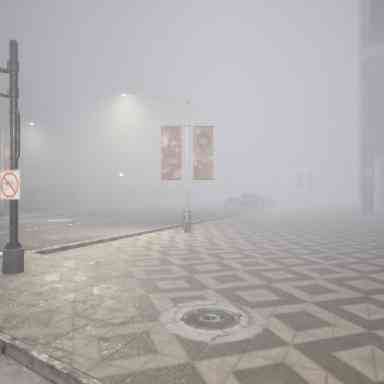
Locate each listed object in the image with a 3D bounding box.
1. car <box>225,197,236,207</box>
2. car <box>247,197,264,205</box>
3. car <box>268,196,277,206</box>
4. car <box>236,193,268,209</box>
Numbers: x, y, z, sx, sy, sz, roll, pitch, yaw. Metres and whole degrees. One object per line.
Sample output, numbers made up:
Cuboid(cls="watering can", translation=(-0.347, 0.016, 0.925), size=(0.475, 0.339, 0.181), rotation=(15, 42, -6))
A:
Cuboid(cls="car", translation=(6.319, 1.475, 48.980), size=(1.837, 1.490, 4.892), rotation=(0, 0, 26))
Cuboid(cls="car", translation=(11.411, 1.559, 59.401), size=(1.895, 1.301, 4.718), rotation=(0, 0, 26))
Cuboid(cls="car", translation=(12.817, 1.449, 55.095), size=(2.128, 1.511, 4.902), rotation=(0, 0, 26))
Cuboid(cls="car", translation=(8.297, 1.189, 45.768), size=(2.150, 2.045, 5.566), rotation=(0, 0, 27))
